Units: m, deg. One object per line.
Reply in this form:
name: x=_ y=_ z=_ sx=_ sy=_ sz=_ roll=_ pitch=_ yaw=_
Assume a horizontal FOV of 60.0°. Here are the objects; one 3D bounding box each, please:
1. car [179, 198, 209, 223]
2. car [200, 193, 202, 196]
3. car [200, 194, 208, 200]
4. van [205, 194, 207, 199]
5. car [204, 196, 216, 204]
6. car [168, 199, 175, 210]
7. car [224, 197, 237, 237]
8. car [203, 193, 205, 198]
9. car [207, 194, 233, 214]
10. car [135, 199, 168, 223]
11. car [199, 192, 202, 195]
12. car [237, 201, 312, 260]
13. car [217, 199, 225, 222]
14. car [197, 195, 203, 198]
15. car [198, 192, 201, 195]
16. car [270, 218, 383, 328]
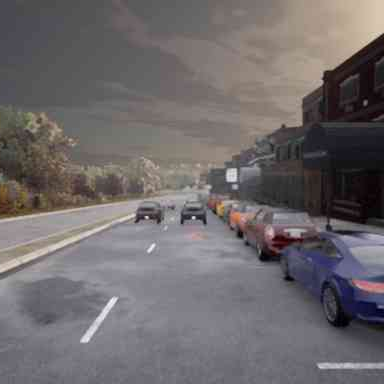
car: x=0.106 y=1.492 z=25.163 sx=1.837 sy=1.490 sz=4.892 roll=0 pitch=0 yaw=0
car: x=3.239 y=1.444 z=67.687 sx=2.231 sy=1.521 sz=4.892 roll=0 pitch=0 yaw=0
car: x=3.243 y=1.427 z=89.981 sx=1.946 sy=1.575 sz=5.366 roll=0 pitch=0 yaw=0
van: x=3.235 y=1.229 z=45.834 sx=1.878 sy=1.987 sz=4.442 roll=0 pitch=0 yaw=0
car: x=3.239 y=1.486 z=62.166 sx=2.002 sy=1.452 sz=4.674 roll=0 pitch=0 yaw=0
car: x=-3.141 y=1.577 z=42.765 sx=1.895 sy=1.301 sz=4.718 roll=0 pitch=0 yaw=0
car: x=3.229 y=1.344 z=18.061 sx=2.185 sy=1.767 sz=4.553 roll=0 pitch=0 yaw=0
car: x=3.236 y=1.326 z=51.212 sx=2.185 sy=1.767 sz=4.553 roll=0 pitch=0 yaw=0
car: x=3.232 y=1.210 z=34.571 sx=2.435 sy=2.045 sz=5.566 roll=0 pitch=0 yaw=0
car: x=-3.144 y=1.492 z=25.536 sx=1.837 sy=1.490 sz=4.892 roll=0 pitch=0 yaw=0
car: x=3.240 y=1.434 z=78.929 sx=1.946 sy=1.575 sz=5.366 roll=0 pitch=0 yaw=0
car: x=3.227 y=1.347 z=12.536 sx=2.185 sy=1.767 sz=4.553 roll=0 pitch=0 yaw=0
car: x=3.231 y=1.468 z=23.612 sx=2.231 sy=1.521 sz=4.892 roll=0 pitch=0 yaw=0
car: x=0.109 y=1.502 z=42.730 sx=1.812 sy=1.442 sz=4.674 roll=0 pitch=0 yaw=0
car: x=3.244 y=1.308 z=84.238 sx=2.185 sy=1.767 sz=4.553 roll=0 pitch=0 yaw=0
car: x=3.227 y=1.516 z=6.914 sx=2.002 sy=1.452 sz=4.674 roll=0 pitch=0 yaw=0
